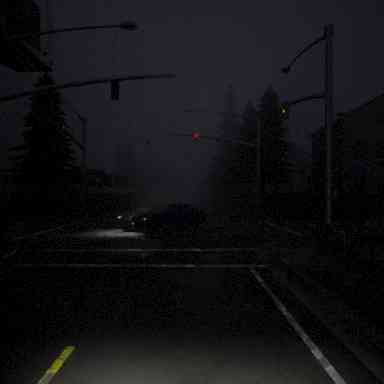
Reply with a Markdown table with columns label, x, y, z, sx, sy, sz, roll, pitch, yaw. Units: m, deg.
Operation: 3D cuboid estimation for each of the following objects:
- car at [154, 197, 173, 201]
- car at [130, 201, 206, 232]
| label | x | y | z | sx | sy | sz | roll | pitch | yaw |
| --- | --- | --- | --- | --- | --- | --- | --- | --- | --- |
| car | -3.627 | 1.491 | 38.102 | 2.128 | 1.511 | 4.902 | 0 | 0 | 0 |
| car | -1.308 | 1.424 | 19.532 | 4.674 | 1.442 | 1.812 | -1 | -1 | -35 |
